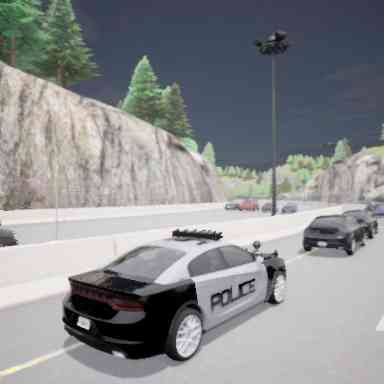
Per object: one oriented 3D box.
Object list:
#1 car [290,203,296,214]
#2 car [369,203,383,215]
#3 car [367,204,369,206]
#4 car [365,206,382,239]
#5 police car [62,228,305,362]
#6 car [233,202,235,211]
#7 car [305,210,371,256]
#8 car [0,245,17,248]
[{"bbox_3d":[13.691,2.273,45.981,1.812,1.442,4.674,-1,-1,25],"label":"car"},{"bbox_3d":[21.617,2.139,37.807,2.033,1.411,5.357,-1,-1,26],"label":"car"},{"bbox_3d":[27.452,2.350,50.161,1.994,1.385,4.181,-1,-1,21],"label":"car"},{"bbox_3d":[9.765,1.816,19.526,1.837,1.490,4.892,-1,-1,33],"label":"car"},{"bbox_3d":[0.200,1.537,6.382,1.930,1.638,5.238,-1,-1,39],"label":"police car"},{"bbox_3d":[6.947,2.429,56.443,2.128,1.511,4.902,-1,-1,24],"label":"car"},{"bbox_3d":[6.291,1.739,14.464,1.837,1.490,4.892,-1,-1,35],"label":"car"},{"bbox_3d":[-8.389,1.736,11.072,1.812,1.442,4.674,-1,-1,39],"label":"car"}]
